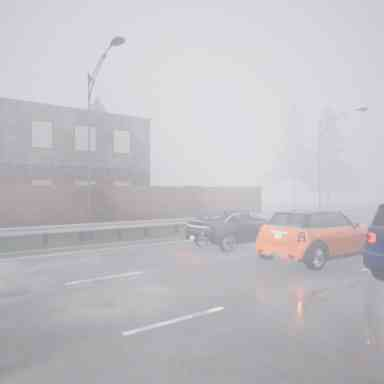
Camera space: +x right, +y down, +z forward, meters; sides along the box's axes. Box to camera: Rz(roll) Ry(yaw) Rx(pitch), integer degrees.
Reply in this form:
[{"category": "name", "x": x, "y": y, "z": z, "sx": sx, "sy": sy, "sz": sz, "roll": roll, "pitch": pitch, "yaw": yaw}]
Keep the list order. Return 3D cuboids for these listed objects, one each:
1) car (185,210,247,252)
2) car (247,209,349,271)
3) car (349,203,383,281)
[{"category": "car", "x": 1.989, "y": 1.487, "z": 13.829, "sx": 4.902, "sy": 1.511, "sz": 2.128, "roll": 0, "pitch": 0, "yaw": -35}, {"category": "car", "x": 4.311, "y": 1.348, "z": 11.183, "sx": 4.553, "sy": 1.767, "sz": 2.097, "roll": 0, "pitch": 0, "yaw": -35}, {"category": "car", "x": 6.642, "y": 1.217, "z": 8.545, "sx": 5.566, "sy": 2.045, "sz": 2.150, "roll": 0, "pitch": 0, "yaw": -35}]
